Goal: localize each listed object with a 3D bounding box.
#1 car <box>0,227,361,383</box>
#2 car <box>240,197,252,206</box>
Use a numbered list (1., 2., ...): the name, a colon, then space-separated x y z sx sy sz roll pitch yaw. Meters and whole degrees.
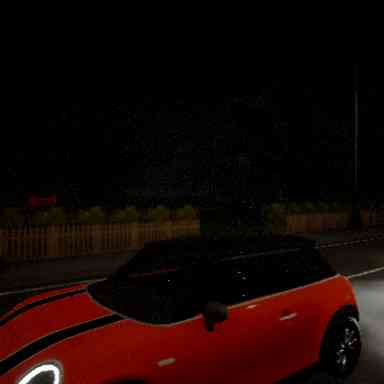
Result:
1. car: -0.010 1.370 3.982 4.553 1.767 2.097 1 0 -35
2. car: 8.748 1.716 60.490 2.097 1.767 4.553 1 0 -34
